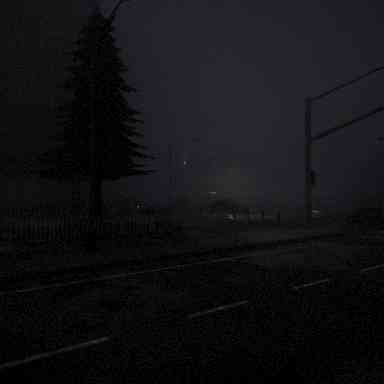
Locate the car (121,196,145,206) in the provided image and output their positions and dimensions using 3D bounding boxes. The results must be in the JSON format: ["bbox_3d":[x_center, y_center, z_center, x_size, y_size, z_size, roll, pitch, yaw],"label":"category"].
[{"bbox_3d":[-9.790,1.565,53.301,1.994,1.385,4.181,0,0,-35],"label":"car"}]

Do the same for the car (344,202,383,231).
[{"bbox_3d":[11.585,1.564,20.557,1.994,1.385,4.181,0,0,-12],"label":"car"}]

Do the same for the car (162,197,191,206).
[{"bbox_3d":[-2.296,1.490,55.134,2.128,1.511,4.902,0,0,-36],"label":"car"}]

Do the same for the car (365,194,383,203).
[{"bbox_3d":[26.528,1.153,44.983,1.932,1.855,4.605,0,0,-36],"label":"car"}]

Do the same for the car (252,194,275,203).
[{"bbox_3d":[16.855,1.395,78.041,1.970,1.475,3.806,0,0,-36],"label":"car"}]

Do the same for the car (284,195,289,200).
[{"bbox_3d":[21.363,1.153,81.327,1.932,1.855,4.605,0,0,-36],"label":"car"}]

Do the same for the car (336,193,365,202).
[{"bbox_3d":[34.641,1.153,72.308,1.932,1.855,4.605,0,0,-36],"label":"car"}]

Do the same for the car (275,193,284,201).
[{"bbox_3d":[19.210,1.364,79.725,1.784,1.438,3.905,0,0,-36],"label":"car"}]

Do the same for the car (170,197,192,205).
[{"bbox_3d":[-2.087,1.564,60.749,1.994,1.385,4.181,0,0,-35],"label":"car"}]

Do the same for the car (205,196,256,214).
[{"bbox_3d":[3.873,1.477,34.258,1.882,1.535,5.008,0,0,-36],"label":"car"}]

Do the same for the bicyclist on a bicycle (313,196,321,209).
[{"bbox_3d":[15.931,1.302,42.301,1.656,1.620,0.582,0,0,-36],"label":"bicyclist on a bicycle"}]

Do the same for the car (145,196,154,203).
[{"bbox_3d":[-9.866,1.564,65.615,1.994,1.385,4.181,0,0,-36],"label":"car"}]

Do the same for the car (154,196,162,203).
[{"bbox_3d":[-7.536,1.547,68.216,2.033,1.411,5.357,0,0,-36],"label":"car"}]

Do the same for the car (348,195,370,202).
[{"bbox_3d":[37.034,1.364,73.941,1.784,1.438,3.905,0,0,-36],"label":"car"}]

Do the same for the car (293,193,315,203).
[{"bbox_3d":[20.951,1.395,62.403,1.970,1.475,3.806,0,0,-36],"label":"car"}]
